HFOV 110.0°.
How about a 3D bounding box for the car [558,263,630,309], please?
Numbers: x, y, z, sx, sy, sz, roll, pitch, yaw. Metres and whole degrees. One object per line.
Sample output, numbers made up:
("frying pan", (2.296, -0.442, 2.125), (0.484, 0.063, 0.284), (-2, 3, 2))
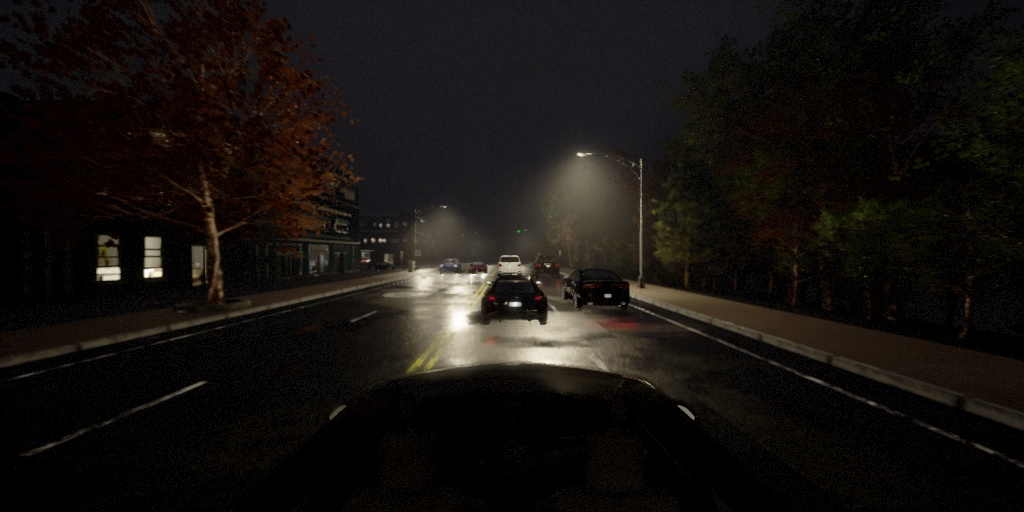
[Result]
("car", (3.292, 1.225, 14.872), (1.882, 1.535, 5.008), (0, 0, -1))

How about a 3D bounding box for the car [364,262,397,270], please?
("car", (-20.668, 1.566, 57.263), (4.313, 1.339, 1.948), (0, 0, -1))

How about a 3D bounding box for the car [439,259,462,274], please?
("car", (-7.030, 1.098, 41.451), (2.097, 1.767, 4.553), (0, 0, -1))

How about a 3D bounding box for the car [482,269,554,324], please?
("car", (0.068, 1.312, 11.978), (1.994, 1.385, 4.181), (0, 0, 0))

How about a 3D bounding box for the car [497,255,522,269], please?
("car", (-0.227, 0.967, 33.027), (2.150, 2.045, 5.566), (0, 0, -1))

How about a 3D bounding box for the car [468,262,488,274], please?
("car", (-3.768, 1.311, 40.258), (1.994, 1.385, 4.181), (0, 0, -1))

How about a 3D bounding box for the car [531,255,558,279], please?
("car", (3.023, 0.967, 33.042), (2.150, 2.045, 5.566), (0, 0, -1))
